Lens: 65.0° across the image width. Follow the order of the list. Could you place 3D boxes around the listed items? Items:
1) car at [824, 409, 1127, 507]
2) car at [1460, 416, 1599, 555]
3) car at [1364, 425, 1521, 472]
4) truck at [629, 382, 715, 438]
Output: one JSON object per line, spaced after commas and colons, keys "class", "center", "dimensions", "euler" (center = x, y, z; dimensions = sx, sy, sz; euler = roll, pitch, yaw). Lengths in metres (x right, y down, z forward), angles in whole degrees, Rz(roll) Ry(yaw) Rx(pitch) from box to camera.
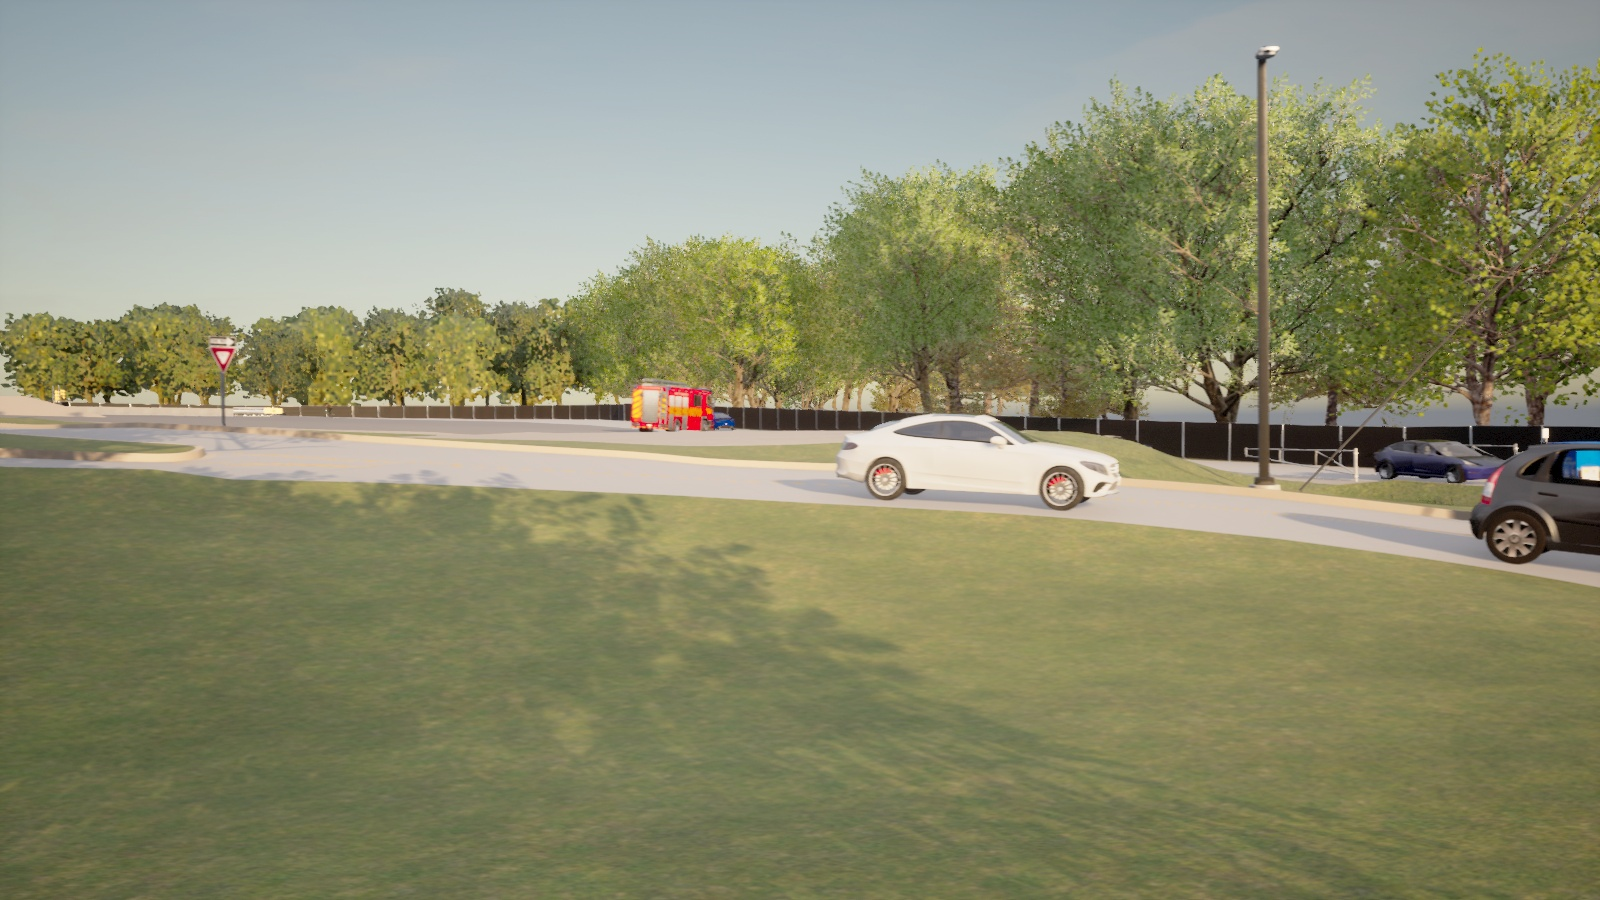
{"class": "car", "center": [2.906, 0.072, 20.803], "dimensions": [4.674, 1.442, 1.812], "euler": [1, 2, 20]}
{"class": "car", "center": [10.857, 0.487, 16.009], "dimensions": [3.988, 1.617, 1.851], "euler": [5, 5, 38]}
{"class": "car", "center": [22.628, -0.103, 44.454], "dimensions": [2.163, 1.488, 4.792], "euler": [-3, 2, -19]}
{"class": "truck", "center": [-9.157, -2.812, 90.958], "dimensions": [2.891, 3.827, 8.468], "euler": [2, 1, 18]}
